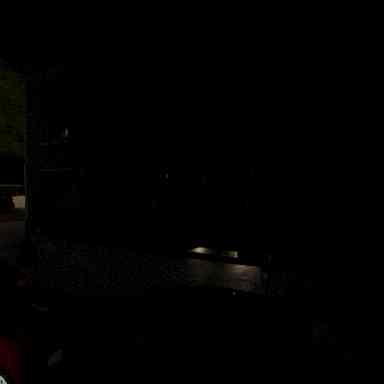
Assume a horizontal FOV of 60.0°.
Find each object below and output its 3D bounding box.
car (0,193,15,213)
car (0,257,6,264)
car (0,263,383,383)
[{"bbox_3d":[-20.527,1.122,32.796,2.150,2.045,5.566,0,0,35],"label":"car"},{"bbox_3d":[-4.572,1.582,6.060,4.206,1.307,1.802,0,0,35],"label":"car"},{"bbox_3d":[-0.074,1.545,2.865,4.507,1.381,1.887,0,0,35],"label":"car"}]
